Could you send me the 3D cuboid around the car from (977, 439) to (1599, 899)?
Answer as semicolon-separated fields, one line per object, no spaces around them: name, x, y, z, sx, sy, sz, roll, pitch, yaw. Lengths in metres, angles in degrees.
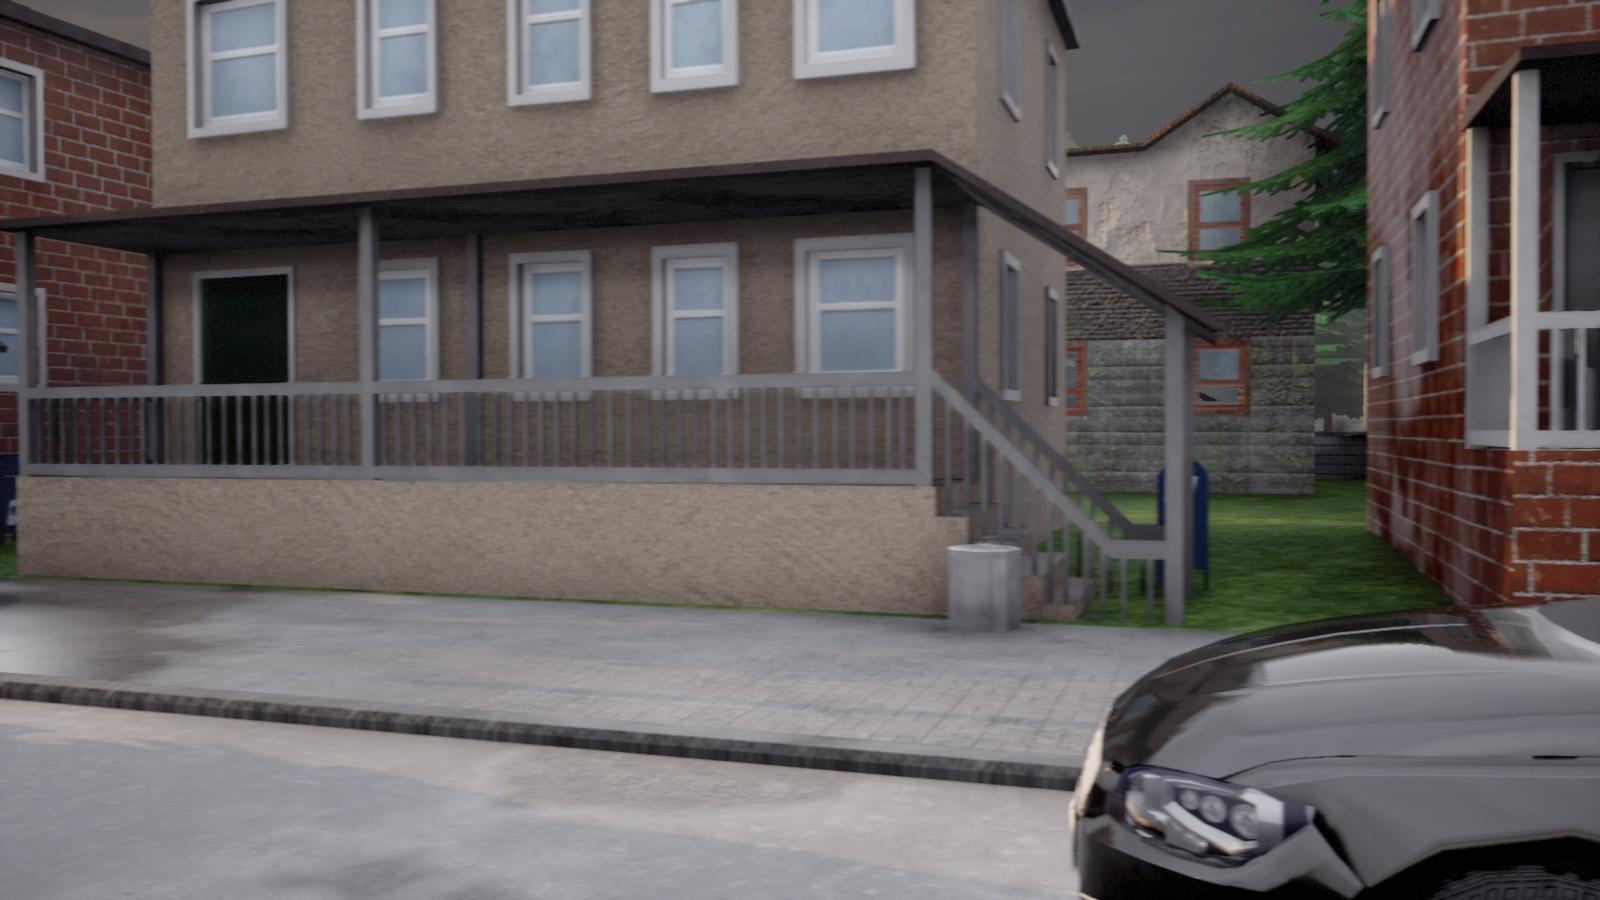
car;3.013;0.751;2.706;4.902;1.511;2.128;1;1;19
